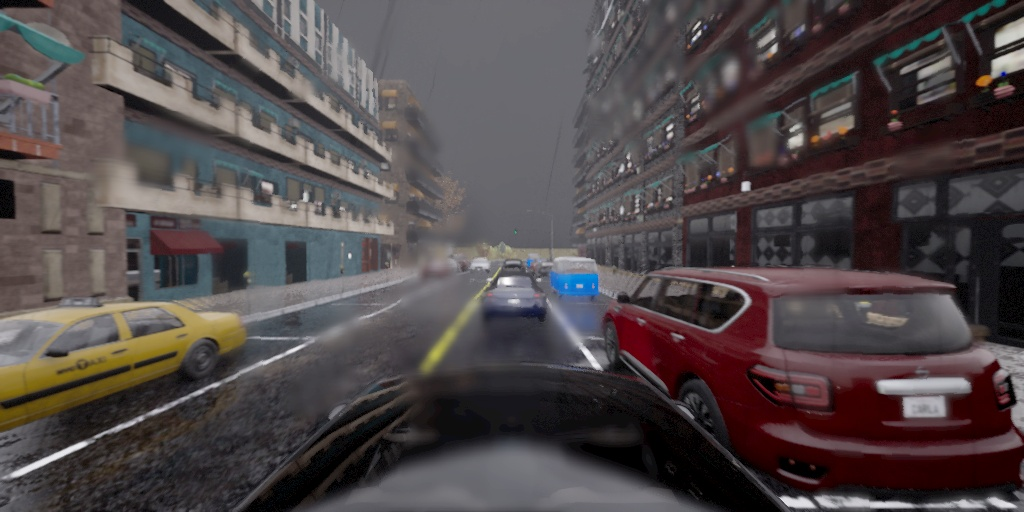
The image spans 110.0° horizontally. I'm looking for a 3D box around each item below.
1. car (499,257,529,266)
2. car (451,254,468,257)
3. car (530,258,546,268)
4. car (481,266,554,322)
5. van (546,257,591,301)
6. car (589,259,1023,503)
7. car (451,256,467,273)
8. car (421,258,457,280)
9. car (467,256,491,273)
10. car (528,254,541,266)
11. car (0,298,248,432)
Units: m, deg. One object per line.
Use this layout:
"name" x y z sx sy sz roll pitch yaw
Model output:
"car" 0.088 0.991 27.532 1.837 1.490 4.892 0 1 0
"car" -5.688 0.682 38.658 2.192 1.841 5.009 0 0 0
"car" 2.691 1.038 27.377 2.007 1.370 4.403 0 0 0
"car" 0.084 1.213 11.900 1.994 1.385 4.181 0 1 0
"van" 2.691 0.947 16.047 1.690 1.789 3.998 0 0 0
"car" 2.690 1.035 4.718 2.192 1.841 5.009 0 0 0
"car" -5.689 0.979 32.994 2.007 1.370 4.403 0 0 0
"car" -5.689 1.033 27.329 1.888 1.381 4.507 0 0 0
"car" -3.093 0.925 35.708 1.812 1.442 4.674 0 1 0
"car" 2.692 0.867 33.043 1.967 1.591 4.097 0 0 0
"car" -5.691 1.246 4.497 1.751 1.417 4.829 0 0 0
